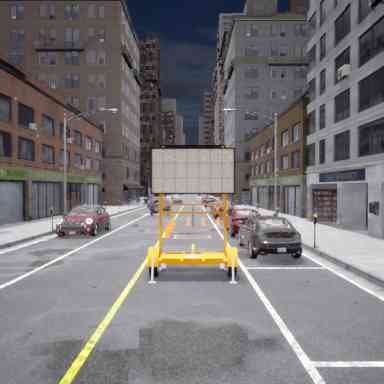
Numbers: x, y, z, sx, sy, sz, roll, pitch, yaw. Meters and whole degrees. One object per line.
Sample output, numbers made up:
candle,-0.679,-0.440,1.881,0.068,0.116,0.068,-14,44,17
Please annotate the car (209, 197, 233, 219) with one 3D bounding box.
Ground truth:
car,2.797,1.445,28.950,1.967,1.590,4.097,-1,0,0

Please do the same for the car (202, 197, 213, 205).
car,2.851,1.573,61.981,1.887,1.381,4.507,-1,0,0

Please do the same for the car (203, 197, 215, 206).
car,2.842,1.568,56.476,1.887,1.381,4.507,-1,0,0

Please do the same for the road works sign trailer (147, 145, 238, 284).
road works sign trailer,0.028,0.464,9.577,2.380,3.560,2.880,0,0,0

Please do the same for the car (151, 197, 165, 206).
car,-5.683,1.589,56.490,1.947,1.339,4.313,-1,0,0

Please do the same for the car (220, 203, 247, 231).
car,2.781,1.546,17.940,1.887,1.381,4.507,-1,0,0

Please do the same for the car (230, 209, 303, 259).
car,2.772,1.550,12.434,2.008,1.369,4.403,-1,0,0

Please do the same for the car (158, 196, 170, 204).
car,-5.666,1.578,67.500,1.887,1.381,4.507,-1,0,0

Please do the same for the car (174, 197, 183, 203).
car,-2.894,1.634,67.365,1.895,1.301,4.718,0,0,0

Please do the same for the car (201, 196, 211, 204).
car,2.859,1.578,67.486,1.887,1.381,4.507,-1,0,0

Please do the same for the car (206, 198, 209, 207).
car,2.807,1.553,34.455,1.887,1.381,4.507,-1,0,0

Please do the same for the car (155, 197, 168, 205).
car,-5.674,1.579,61.995,2.008,1.369,4.403,-1,0,0

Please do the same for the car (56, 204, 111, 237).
car,-5.745,1.441,17.954,1.967,1.590,4.097,-1,0,0

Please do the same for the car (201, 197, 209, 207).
car,2.833,1.585,50.971,1.947,1.339,4.313,-1,0,0

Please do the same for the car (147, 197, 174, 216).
car,-3.047,1.512,32.781,1.837,1.490,4.892,0,0,0
